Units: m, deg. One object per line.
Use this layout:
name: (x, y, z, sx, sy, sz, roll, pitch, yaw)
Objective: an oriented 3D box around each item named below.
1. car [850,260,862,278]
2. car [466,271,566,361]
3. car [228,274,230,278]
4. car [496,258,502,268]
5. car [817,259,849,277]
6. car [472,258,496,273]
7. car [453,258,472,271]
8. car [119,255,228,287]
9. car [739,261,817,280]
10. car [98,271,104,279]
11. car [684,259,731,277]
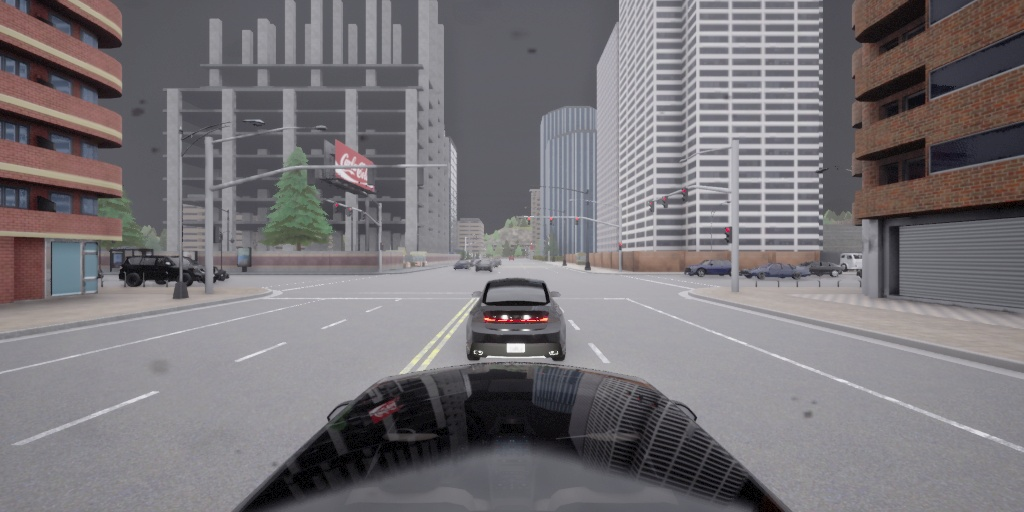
car: (32.724, 1.314, 31.217, 4.181, 1.385, 1.994, 0, 0, 0)
car: (0.095, 1.255, 8.268, 1.837, 1.490, 4.892, 0, 0, 1)
car: (-24.285, 1.314, 27.515, 4.181, 1.385, 1.994, 0, 0, 0)
car: (-3.294, 1.240, 58.775, 2.128, 1.511, 4.902, 0, 0, 0)
car: (29.072, 1.255, 34.721, 4.892, 1.490, 1.837, 0, 0, 0)
car: (-3.385, 1.227, 43.700, 1.882, 1.535, 5.008, 0, 0, 0)
car: (-6.852, 1.297, 49.680, 2.033, 1.411, 5.357, 0, 0, 0)
car: (-22.808, 0.972, 24.015, 5.566, 2.045, 2.150, 0, 0, 0)
car: (22.812, 1.297, 31.229, 5.357, 1.411, 2.033, 0, 0, 0)
car: (-34.871, 1.297, 27.514, 5.357, 1.411, 2.033, 0, 0, 0)
car: (19.222, 1.102, 34.728, 4.553, 1.767, 2.097, 0, 0, 0)
